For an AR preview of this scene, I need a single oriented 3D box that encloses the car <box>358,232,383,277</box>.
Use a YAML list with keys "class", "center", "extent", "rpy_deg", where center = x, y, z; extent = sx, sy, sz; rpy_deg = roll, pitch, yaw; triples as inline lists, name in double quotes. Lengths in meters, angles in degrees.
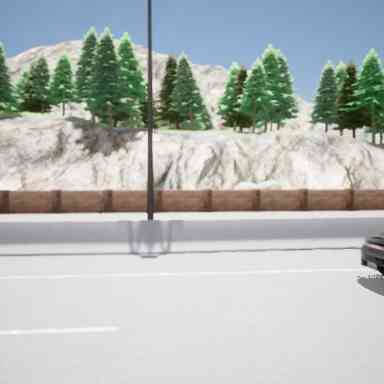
- class: "car"
  center: [6.465, 1.433, 7.680]
  extent: [4.902, 1.511, 2.128]
  rpy_deg: [0, 0, -4]
